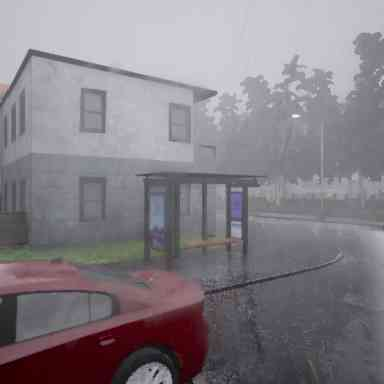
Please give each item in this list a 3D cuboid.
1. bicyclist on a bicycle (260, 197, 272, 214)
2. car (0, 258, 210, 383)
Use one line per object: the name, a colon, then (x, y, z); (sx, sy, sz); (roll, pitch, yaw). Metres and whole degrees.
bicyclist on a bicycle: (7.200, 1.348, 32.448); (1.656, 1.620, 0.582); (0, 0, -35)
car: (-2.131, 1.477, 3.088); (5.008, 1.535, 1.882); (0, 0, -35)
